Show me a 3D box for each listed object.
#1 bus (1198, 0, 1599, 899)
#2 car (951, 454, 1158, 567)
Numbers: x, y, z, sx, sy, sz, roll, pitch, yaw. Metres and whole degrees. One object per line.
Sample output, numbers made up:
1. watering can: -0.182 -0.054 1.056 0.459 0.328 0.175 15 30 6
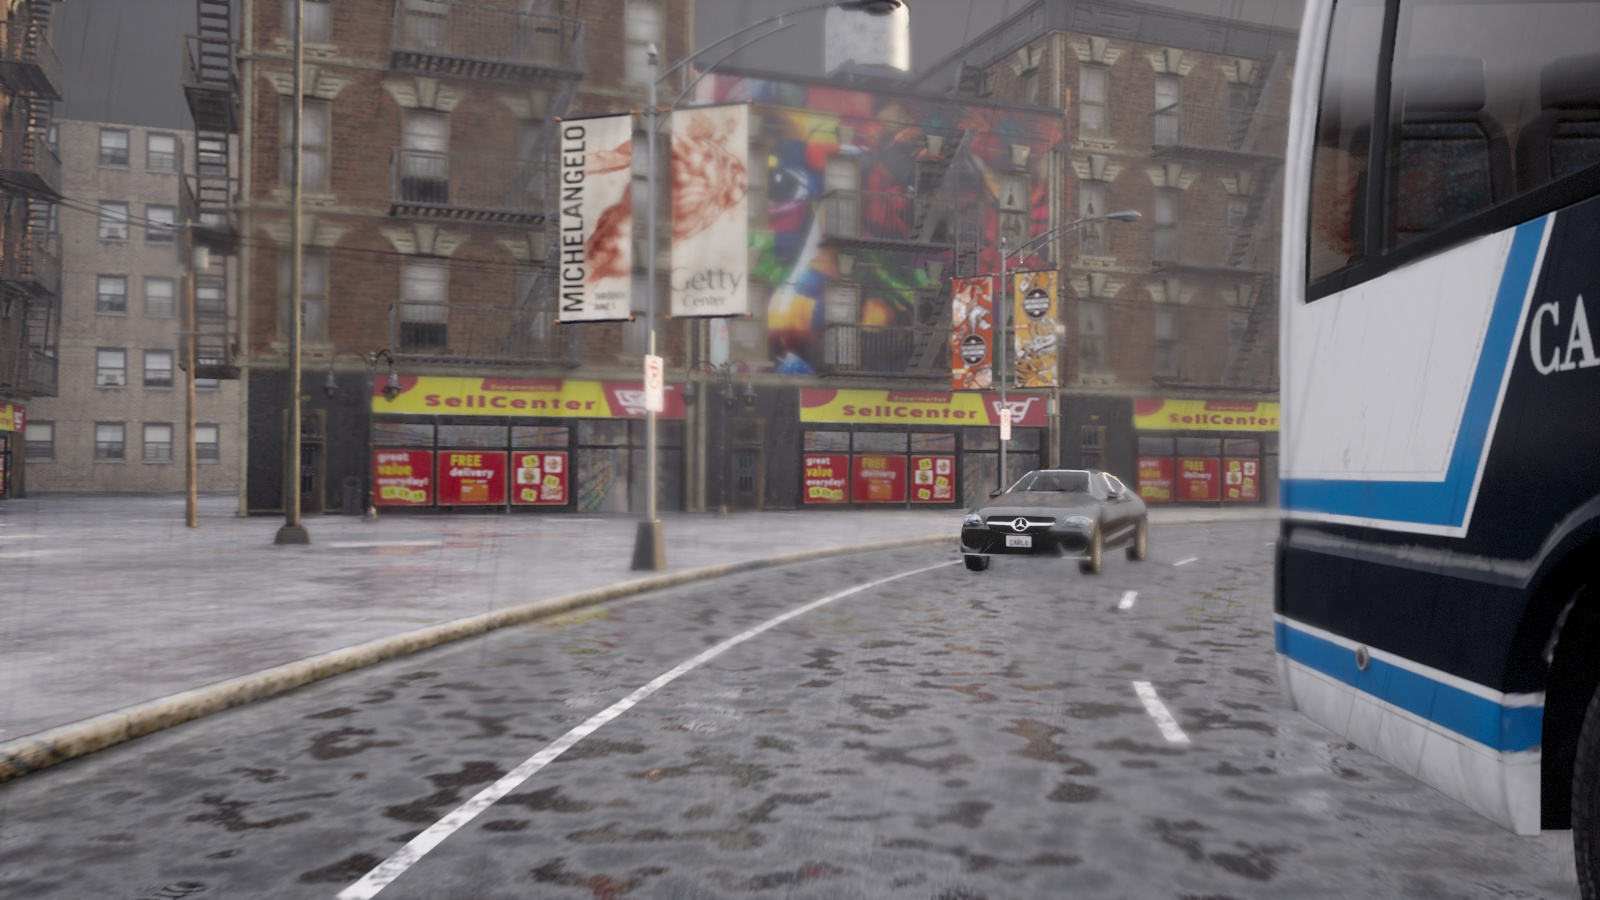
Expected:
1. bus: 3.433 -0.569 0.201 3.944 4.253 10.273 0 -1 3
2. car: 4.430 0.934 21.167 2.152 1.651 5.027 -1 -1 27
